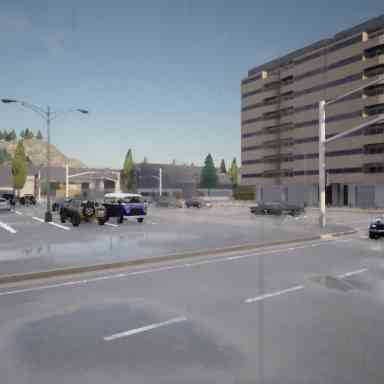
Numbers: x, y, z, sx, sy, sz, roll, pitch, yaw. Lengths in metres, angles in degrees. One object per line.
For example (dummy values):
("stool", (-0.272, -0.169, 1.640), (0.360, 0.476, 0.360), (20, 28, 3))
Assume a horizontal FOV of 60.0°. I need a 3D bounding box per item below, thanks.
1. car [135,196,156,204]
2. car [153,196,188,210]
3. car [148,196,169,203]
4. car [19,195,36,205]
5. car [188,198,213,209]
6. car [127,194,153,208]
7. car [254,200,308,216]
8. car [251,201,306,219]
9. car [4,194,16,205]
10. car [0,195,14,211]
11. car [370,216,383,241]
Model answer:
("car", (-9.354, 1.547, 66.509), (2.128, 1.511, 4.902), (0, 0, -35))
("car", (-3.017, 1.560, 45.178), (1.837, 1.490, 4.892), (0, 0, -35))
("car", (-7.042, 1.546, 69.299), (2.128, 1.511, 4.902), (0, 0, -35))
("car", (-27.334, 1.209, 55.301), (1.932, 1.855, 4.605), (0, 0, -35))
("car", (0.864, 1.547, 45.763), (2.128, 1.511, 4.902), (0, 0, -35))
("car", (-9.189, 1.550, 60.059), (2.128, 1.511, 4.902), (0, 0, -35))
("car", (9.027, 1.603, 34.263), (2.033, 1.411, 5.357), (0, 0, -35))
("car", (7.622, 1.656, 30.198), (1.895, 1.301, 4.718), (0, 0, -35))
("car", (-29.731, 1.212, 53.677), (1.905, 1.878, 3.866), (0, 0, -35))
("car", (-21.872, 1.451, 37.845), (1.970, 1.475, 3.806), (0, 0, -35))
("car", (10.067, 1.602, 15.908), (1.895, 1.301, 4.718), (0, 0, 42))
